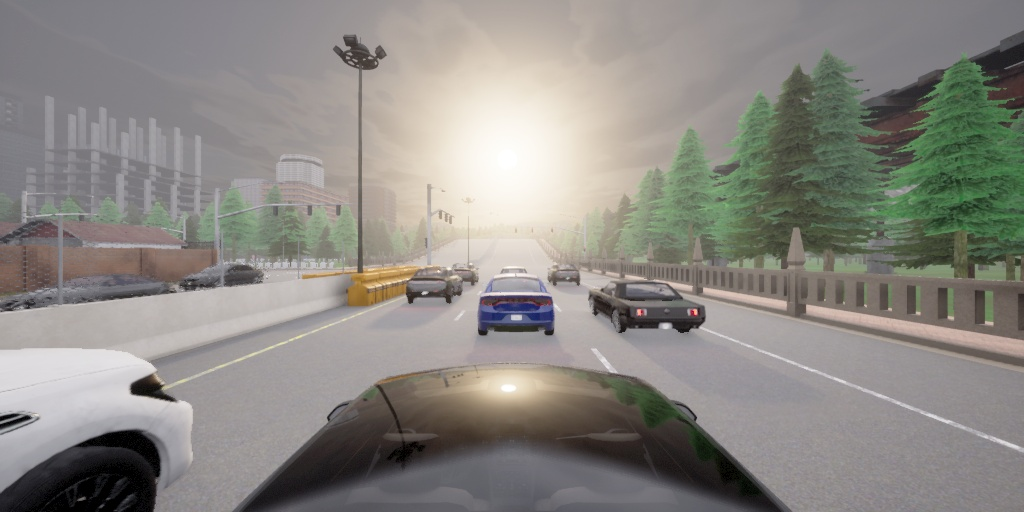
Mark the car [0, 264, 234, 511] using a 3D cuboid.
[{"bbox_3d":[-3.404,0.973,0.190,2.150,2.045,5.566,0,0,0],"label":"car"}]

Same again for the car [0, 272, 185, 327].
[{"bbox_3d":[-14.092,1.314,12.257,1.994,1.385,4.181,0,0,0],"label":"car"}]

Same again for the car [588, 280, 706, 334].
[{"bbox_3d":[3.603,1.351,10.621,1.895,1.301,4.718,0,0,0],"label":"car"}]

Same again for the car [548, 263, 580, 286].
[{"bbox_3d":[3.609,1.240,25.521,2.128,1.511,4.902,0,0,0],"label":"car"}]

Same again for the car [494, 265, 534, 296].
[{"bbox_3d":[0.106,1.297,20.568,2.033,1.411,5.357,0,0,0],"label":"car"}]

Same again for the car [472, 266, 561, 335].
[{"bbox_3d":[0.100,1.228,10.497,1.882,1.535,5.008,0,0,0],"label":"car"}]

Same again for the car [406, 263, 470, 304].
[{"bbox_3d":[-3.395,1.241,16.397,2.128,1.511,4.902,0,0,0],"label":"car"}]

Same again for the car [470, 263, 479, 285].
[{"bbox_3d":[-3.428,1.242,25.593,2.128,1.511,4.902,0,0,-1],"label":"car"}]

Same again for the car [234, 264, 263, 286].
[{"bbox_3d":[-17.551,1.256,21.951,1.837,1.490,4.892,0,0,0],"label":"car"}]
